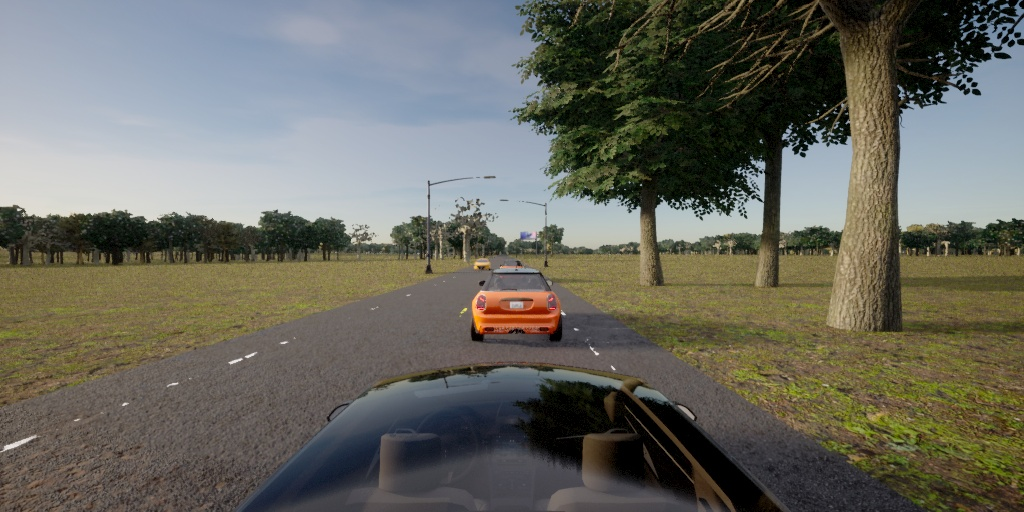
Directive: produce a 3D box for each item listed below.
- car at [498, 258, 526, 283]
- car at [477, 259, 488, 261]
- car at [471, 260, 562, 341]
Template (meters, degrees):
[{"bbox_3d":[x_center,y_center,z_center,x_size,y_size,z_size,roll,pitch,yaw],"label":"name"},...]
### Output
[{"bbox_3d":[0.060,1.078,28.858,2.097,1.767,4.553,0,0,1],"label":"car"},{"bbox_3d":[-3.745,1.106,45.917,1.882,1.535,5.008,0,0,0],"label":"car"},{"bbox_3d":[0.105,1.098,10.016,2.097,1.767,4.553,0,0,0],"label":"car"}]
